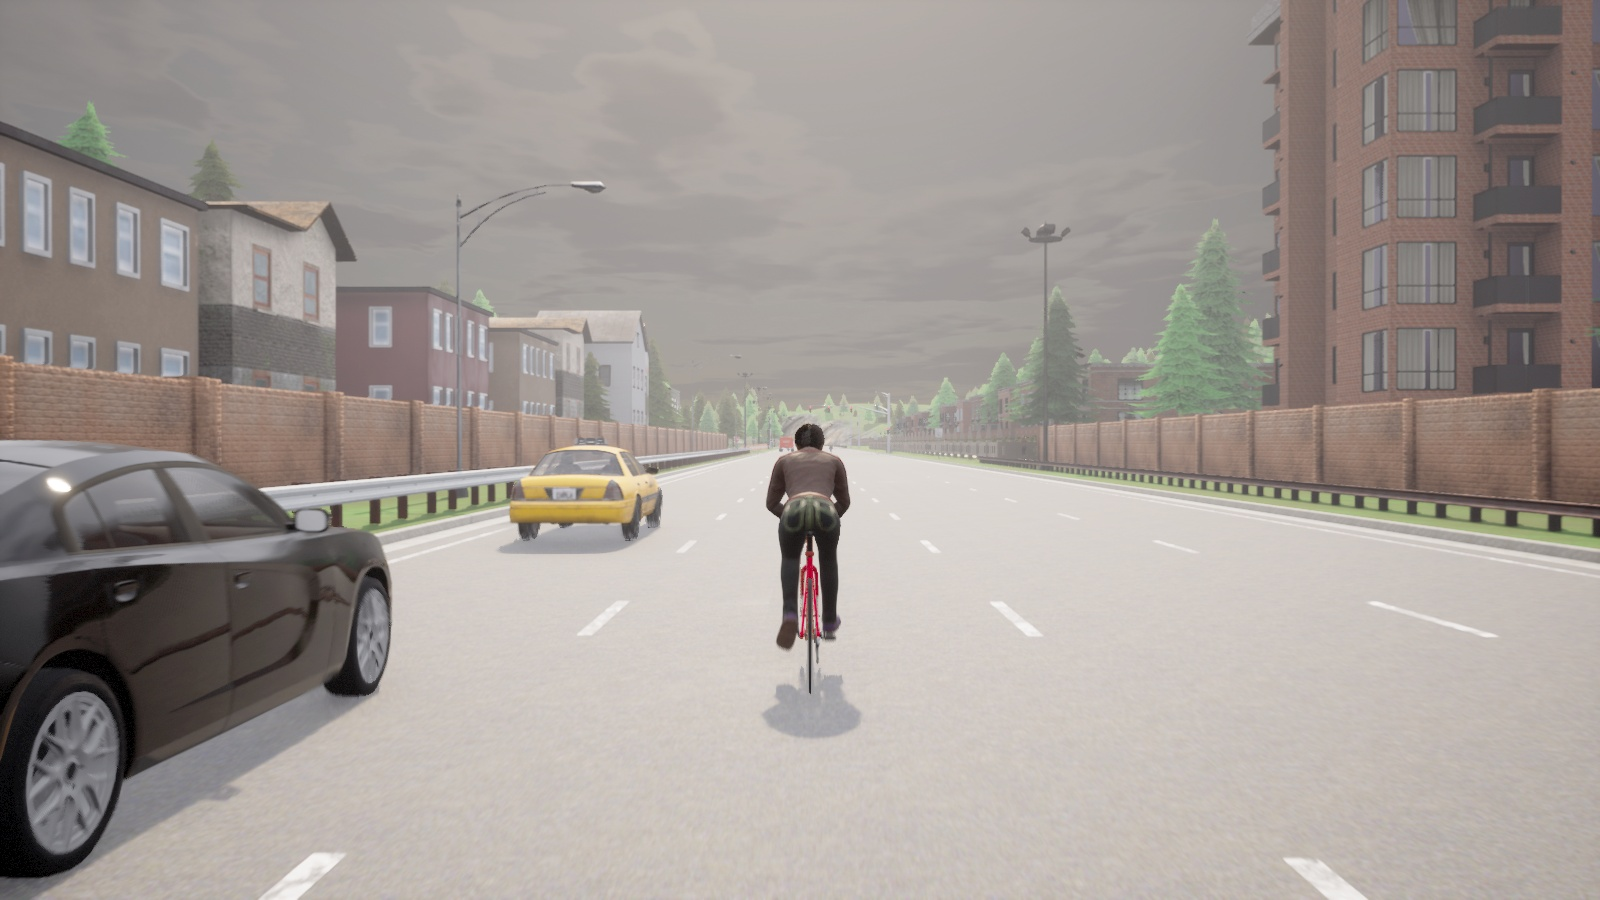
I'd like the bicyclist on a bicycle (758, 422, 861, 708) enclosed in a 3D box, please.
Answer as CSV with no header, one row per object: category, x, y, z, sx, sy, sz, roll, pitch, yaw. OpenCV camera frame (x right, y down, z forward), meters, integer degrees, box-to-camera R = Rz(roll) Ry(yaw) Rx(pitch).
bicyclist on a bicycle,0.061,0.654,7.953,0.582,1.620,1.656,0,0,0

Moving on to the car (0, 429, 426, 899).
car,-3.451,0.688,5.880,1.882,1.535,5.008,0,0,0

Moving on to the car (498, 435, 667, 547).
car,-3.368,0.565,20.463,1.801,1.575,5.366,0,0,0
